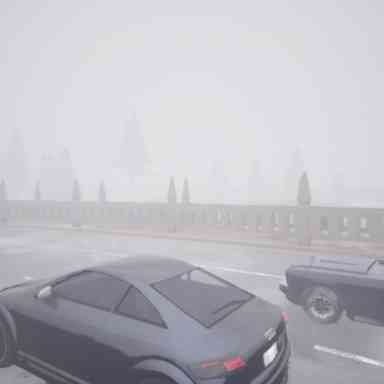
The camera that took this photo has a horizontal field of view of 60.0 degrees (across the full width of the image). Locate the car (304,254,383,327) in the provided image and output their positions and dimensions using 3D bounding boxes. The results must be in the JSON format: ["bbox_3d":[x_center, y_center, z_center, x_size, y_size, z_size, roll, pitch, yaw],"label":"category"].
[{"bbox_3d":[3.922,1.572,5.371,4.718,1.301,1.895,0,0,35],"label":"car"}]

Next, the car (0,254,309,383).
[{"bbox_3d":[-0.911,1.546,4.347,4.181,1.385,1.994,0,0,33],"label":"car"}]
